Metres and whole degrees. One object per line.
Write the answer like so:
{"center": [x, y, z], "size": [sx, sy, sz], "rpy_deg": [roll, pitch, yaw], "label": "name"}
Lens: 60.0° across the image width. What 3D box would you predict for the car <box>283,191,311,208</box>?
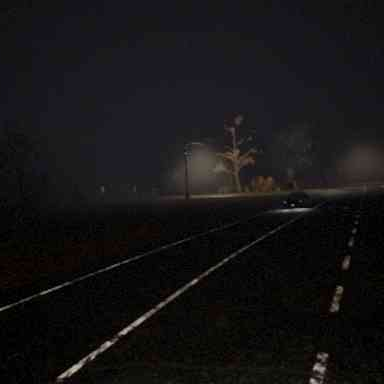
{"center": [9.966, 0.671, 31.327], "size": [2.033, 1.411, 5.357], "rpy_deg": [-5, 0, 28], "label": "car"}
